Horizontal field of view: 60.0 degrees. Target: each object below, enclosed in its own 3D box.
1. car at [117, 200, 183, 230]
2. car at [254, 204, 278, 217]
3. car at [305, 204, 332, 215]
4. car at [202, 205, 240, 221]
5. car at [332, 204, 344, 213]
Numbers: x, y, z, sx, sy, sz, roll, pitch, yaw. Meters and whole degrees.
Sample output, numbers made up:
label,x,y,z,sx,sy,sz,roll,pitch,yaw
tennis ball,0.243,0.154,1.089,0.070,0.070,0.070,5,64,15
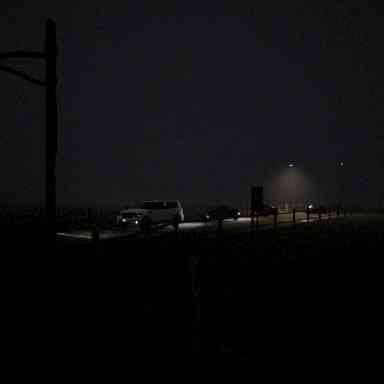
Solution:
label,x,y,z,sx,sy,sz,roll,pitch,yaw
car,-2.917,1.608,24.590,2.150,2.045,5.566,0,-1,36
car,8.936,2.265,40.752,2.128,1.511,4.902,0,-1,36
car,17.166,2.483,45.761,2.033,1.411,5.357,0,-1,36
car,2.902,2.067,32.525,2.128,1.511,4.902,0,-1,36
car,23.361,2.670,54.192,1.812,1.442,4.674,0,-1,37
